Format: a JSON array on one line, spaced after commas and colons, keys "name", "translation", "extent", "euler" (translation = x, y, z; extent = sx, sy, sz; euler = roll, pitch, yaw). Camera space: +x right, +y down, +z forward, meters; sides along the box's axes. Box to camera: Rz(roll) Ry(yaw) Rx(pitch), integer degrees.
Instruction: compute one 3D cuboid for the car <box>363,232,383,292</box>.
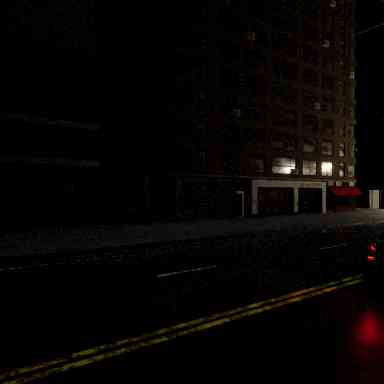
[{"name": "car", "translation": [6.032, 1.353, 7.740], "extent": [4.553, 1.767, 2.097], "euler": [0, 0, -35]}]
